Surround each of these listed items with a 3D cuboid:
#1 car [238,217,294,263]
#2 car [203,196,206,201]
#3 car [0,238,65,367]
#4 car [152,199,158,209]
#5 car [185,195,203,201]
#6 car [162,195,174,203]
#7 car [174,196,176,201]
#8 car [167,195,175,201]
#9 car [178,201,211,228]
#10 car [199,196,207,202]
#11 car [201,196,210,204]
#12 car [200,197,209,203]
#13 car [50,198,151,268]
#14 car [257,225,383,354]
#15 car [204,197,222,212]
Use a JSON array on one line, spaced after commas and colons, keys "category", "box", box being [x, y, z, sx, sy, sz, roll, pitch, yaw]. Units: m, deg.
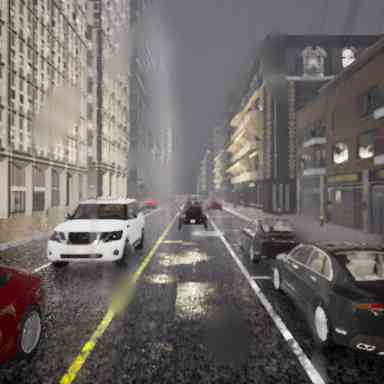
[{"category": "car", "box": [2.696, 1.570, 11.765, 2.008, 1.369, 4.403, 0, 0, 0]}, {"category": "car", "box": [2.707, 1.524, 45.657, 1.967, 1.590, 4.097, 0, 0, 0]}, {"category": "car", "box": [-3.101, 1.532, 3.273, 1.812, 1.442, 4.674, 0, 0, 0]}, {"category": "car", "box": [-5.674, 1.630, 45.660, 1.887, 1.381, 4.507, 0, 0, 0]}, {"category": "car", "box": [0.112, 1.436, 45.141, 2.097, 1.767, 4.553, 0, 0, 0]}, {"category": "car", "box": [-5.665, 1.716, 73.902, 1.947, 1.339, 4.313, 0, 0, 0]}, {"category": "car", "box": [-5.660, 1.730, 85.199, 2.008, 1.369, 4.403, 0, 0, 0]}, {"category": "car", "box": [-5.659, 1.636, 90.848, 1.967, 1.590, 4.097, 0, 0, 0]}, {"category": "car", "box": [0.066, 1.563, 22.150, 1.812, 1.442, 4.674, 0, 0, 0]}, {"category": "car", "box": [2.720, 1.730, 85.197, 2.008, 1.369, 4.403, 0, 0, 0]}, {"category": "car", "box": [2.714, 1.661, 68.420, 1.752, 1.417, 4.829, 0, 0, 0]}, {"category": "car", "box": [2.716, 1.715, 73.899, 1.947, 1.339, 4.313, 0, 0, 0]}, {"category": "car", "box": [-2.996, 1.241, 11.741, 2.150, 2.045, 5.566, 0, 0, 0]}, {"category": "car", "box": [2.693, 1.561, 6.117, 2.008, 1.369, 4.403, 0, 0, 0]}, {"category": "car", "box": [2.705, 1.654, 40.008, 1.802, 1.307, 4.206, 0, 0, 0]}]
